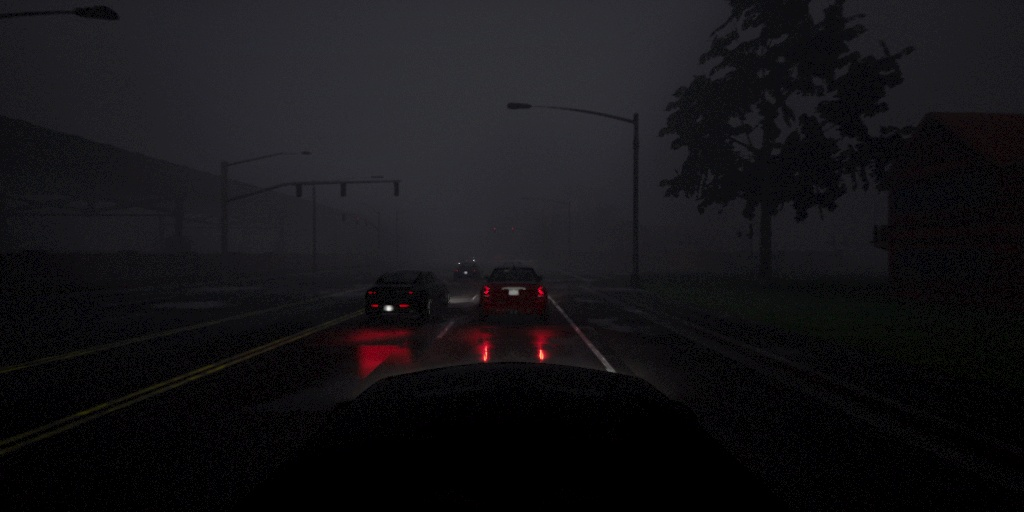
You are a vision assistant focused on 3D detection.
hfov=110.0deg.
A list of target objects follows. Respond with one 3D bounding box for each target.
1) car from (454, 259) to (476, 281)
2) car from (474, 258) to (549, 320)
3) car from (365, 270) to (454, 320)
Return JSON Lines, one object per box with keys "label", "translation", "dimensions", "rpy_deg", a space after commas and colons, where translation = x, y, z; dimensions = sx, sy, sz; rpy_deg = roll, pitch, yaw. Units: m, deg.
{"label": "car", "translation": [-3.433, 1.211, 28.656], "dimensions": [1.994, 1.385, 4.181], "rpy_deg": [0, 0, 0]}
{"label": "car", "translation": [0.063, 1.063, 12.500], "dimensions": [2.097, 1.767, 4.553], "rpy_deg": [0, 0, 0]}
{"label": "car", "translation": [-3.436, 1.211, 12.456], "dimensions": [1.837, 1.490, 4.892], "rpy_deg": [0, 0, 0]}
